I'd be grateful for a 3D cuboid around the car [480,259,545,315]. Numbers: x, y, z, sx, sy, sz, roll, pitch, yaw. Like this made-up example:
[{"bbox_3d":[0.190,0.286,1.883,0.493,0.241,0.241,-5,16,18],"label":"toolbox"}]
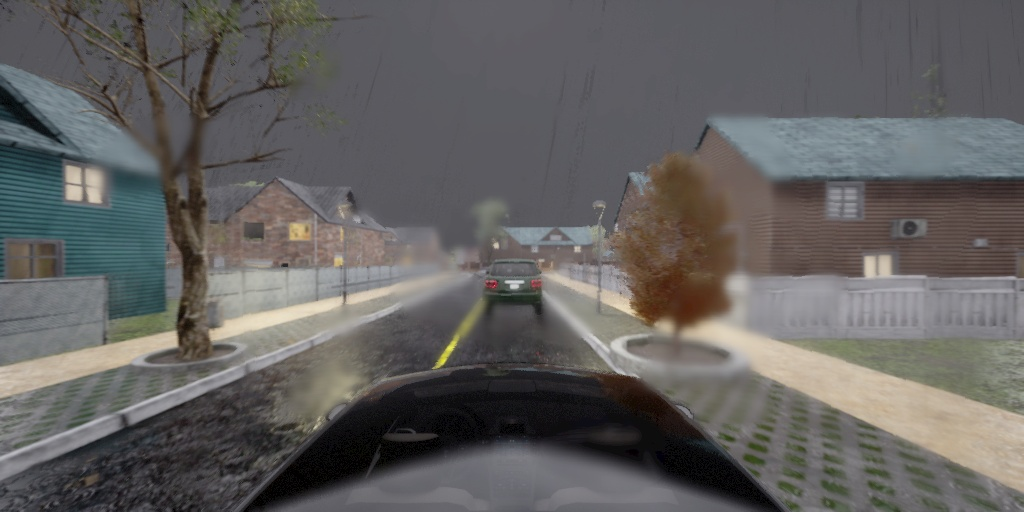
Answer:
[{"bbox_3d":[0.088,1.151,14.685,2.150,2.045,5.566,0,-1,0],"label":"car"}]
